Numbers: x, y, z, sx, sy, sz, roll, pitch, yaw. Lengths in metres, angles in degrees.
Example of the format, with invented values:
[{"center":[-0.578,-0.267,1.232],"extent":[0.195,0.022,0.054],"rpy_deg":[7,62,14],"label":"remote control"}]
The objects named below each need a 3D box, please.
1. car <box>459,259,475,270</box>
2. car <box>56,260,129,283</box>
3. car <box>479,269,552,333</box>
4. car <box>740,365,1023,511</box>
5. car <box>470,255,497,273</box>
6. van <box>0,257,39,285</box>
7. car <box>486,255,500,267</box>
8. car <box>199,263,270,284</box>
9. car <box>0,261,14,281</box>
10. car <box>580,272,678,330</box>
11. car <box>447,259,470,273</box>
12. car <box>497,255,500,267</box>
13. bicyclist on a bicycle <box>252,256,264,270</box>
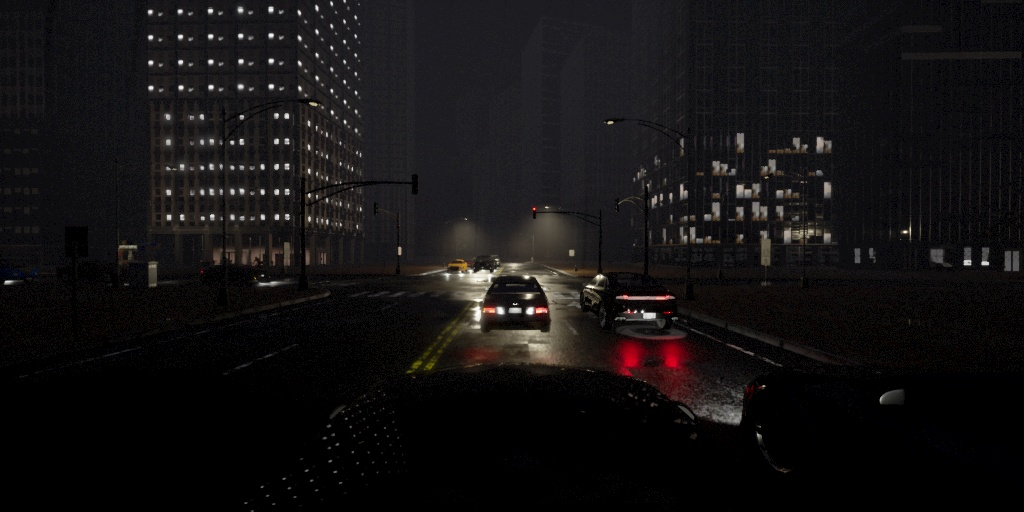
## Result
[{"center":[-6.538,1.223,52.677],"extent":[1.812,1.442,4.674],"rpy_deg":[0,0,0],"label":"car"},{"center":[-30.053,1.093,26.166],"extent":[5.008,1.535,1.882],"rpy_deg":[0,0,2],"label":"car"},{"center":[0.109,1.294,10.732],"extent":[2.033,1.411,5.357],"rpy_deg":[0,0,1],"label":"car"},{"center":[3.354,1.314,1.988],"extent":[1.994,1.385,4.181],"rpy_deg":[0,0,0],"label":"car"},{"center":[-3.302,0.937,42.942],"extent":[2.150,2.045,5.566],"rpy_deg":[0,0,0],"label":"car"},{"center":[-33.910,0.960,23.682],"extent":[3.998,1.789,1.690],"rpy_deg":[0,0,1],"label":"van"},{"center":[-3.269,0.896,63.124],"extent":[2.150,2.045,5.566],"rpy_deg":[0,0,0],"label":"car"},{"center":[-19.961,1.227,25.903],"extent":[4.181,1.385,1.994],"rpy_deg":[0,0,1],"label":"car"},{"center":[-40.294,1.093,26.451],"extent":[4.674,1.442,1.812],"rpy_deg":[0,0,2],"label":"car"},{"center":[3.356,1.238,11.145],"extent":[2.128,1.511,4.902],"rpy_deg":[0,0,0],"label":"car"},{"center":[-6.550,1.193,43.265],"extent":[1.882,1.535,5.008],"rpy_deg":[0,0,0],"label":"car"},{"center":[-3.289,1.048,52.896],"extent":[2.097,1.767,4.553],"rpy_deg":[0,0,0],"label":"car"},{"center":[-24.667,0.868,34.762],"extent":[0.582,1.620,1.656],"rpy_deg":[0,1,1],"label":"bicyclist on a bicycle"}]
